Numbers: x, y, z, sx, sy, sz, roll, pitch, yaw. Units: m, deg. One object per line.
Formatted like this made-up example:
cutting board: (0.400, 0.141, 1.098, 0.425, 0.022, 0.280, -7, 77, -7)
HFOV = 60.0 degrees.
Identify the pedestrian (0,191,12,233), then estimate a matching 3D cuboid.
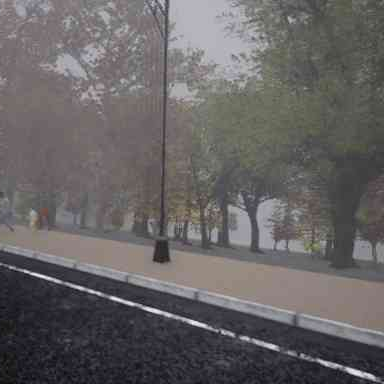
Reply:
pedestrian: (-8.009, 0.821, 14.093, 0.375, 1.860, 0.375, 2, 2, 35)

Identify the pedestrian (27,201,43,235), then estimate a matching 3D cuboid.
pedestrian: (-6.642, 1.127, 13.958, 0.375, 1.300, 0.375, 2, 2, 35)

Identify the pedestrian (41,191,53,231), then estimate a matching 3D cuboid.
pedestrian: (-6.658, 0.834, 14.955, 0.375, 1.860, 0.375, 2, 2, 35)
